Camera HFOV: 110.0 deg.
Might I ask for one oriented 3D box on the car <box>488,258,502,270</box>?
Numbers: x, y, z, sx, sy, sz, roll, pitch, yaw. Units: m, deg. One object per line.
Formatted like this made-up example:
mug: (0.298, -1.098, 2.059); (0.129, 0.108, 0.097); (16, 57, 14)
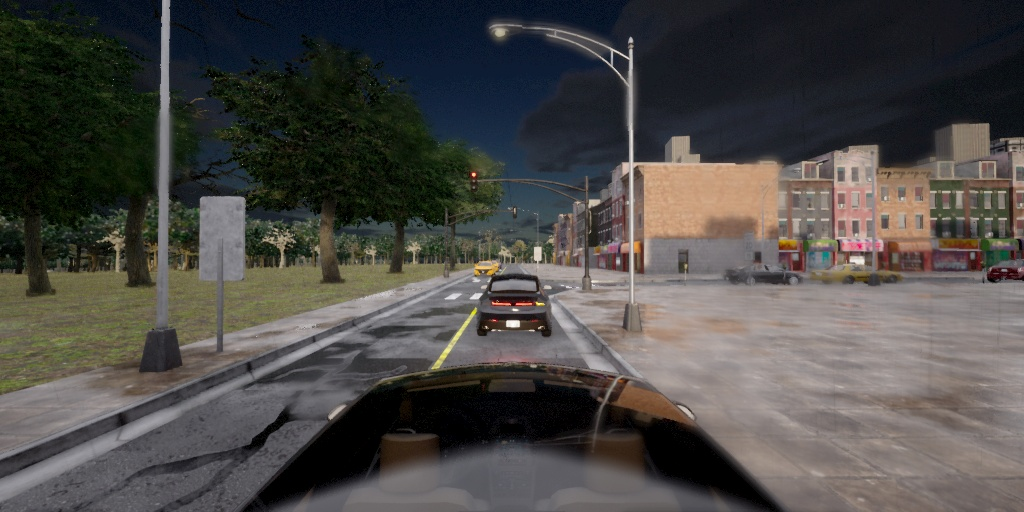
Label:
car: (-2.700, 1.284, 57.915); (2.097, 1.767, 4.553); (0, 0, -1)

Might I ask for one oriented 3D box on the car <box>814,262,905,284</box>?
car: (21.375, 1.069, 22.240); (4.829, 1.417, 1.751); (0, 0, 0)

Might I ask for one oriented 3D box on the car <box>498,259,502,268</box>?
car: (-2.739, 1.335, 47.452); (1.882, 1.535, 5.008); (0, 0, 0)

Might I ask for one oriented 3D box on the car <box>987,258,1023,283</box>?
car: (32.553, 0.900, 22.286); (4.097, 1.591, 1.967); (0, 0, 0)

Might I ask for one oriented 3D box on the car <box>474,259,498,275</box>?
car: (-2.765, 1.286, 37.176); (1.882, 1.535, 5.008); (0, 0, 0)

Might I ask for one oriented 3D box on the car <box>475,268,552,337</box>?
car: (0.104, 1.261, 10.382); (1.837, 1.490, 4.892); (0, 0, 2)

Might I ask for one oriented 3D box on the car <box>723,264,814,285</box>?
car: (15.530, 1.139, 22.215); (4.403, 1.370, 2.007); (0, 0, 0)
